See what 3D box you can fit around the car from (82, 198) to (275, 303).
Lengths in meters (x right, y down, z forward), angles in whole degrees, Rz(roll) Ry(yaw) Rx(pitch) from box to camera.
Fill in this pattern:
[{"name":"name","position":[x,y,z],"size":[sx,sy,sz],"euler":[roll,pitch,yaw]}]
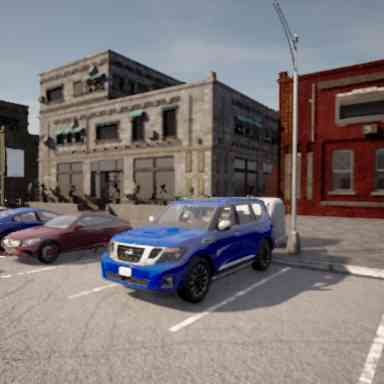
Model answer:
[{"name":"car","position":[0.306,1.194,8.706],"size":[2.435,2.045,5.566],"euler":[0,0,36]}]

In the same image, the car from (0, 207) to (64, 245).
[{"name":"car","position":[-8.654,1.419,15.139],"size":[2.002,1.452,4.674],"euler":[0,0,36]}]
